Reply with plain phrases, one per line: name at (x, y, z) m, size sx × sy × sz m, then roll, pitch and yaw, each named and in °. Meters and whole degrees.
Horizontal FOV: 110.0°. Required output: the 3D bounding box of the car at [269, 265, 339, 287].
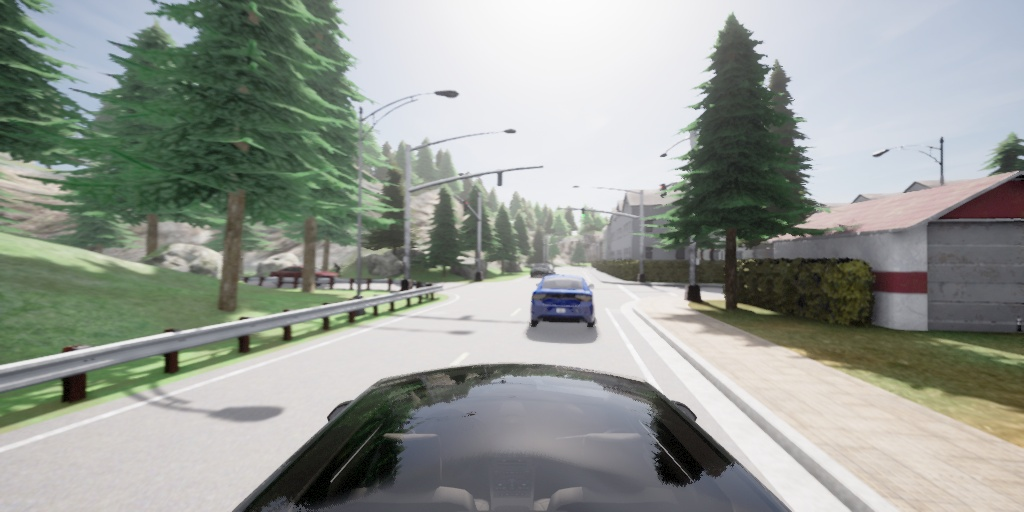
car at (-15.358, 1.436, 26.636) m, size 5.008 × 1.535 × 1.882 m, roll 0°, pitch -1°, yaw 10°

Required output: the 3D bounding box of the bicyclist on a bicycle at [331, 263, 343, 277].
bicyclist on a bicycle at (-16.628, 1.441, 34.014) m, size 0.582 × 1.620 × 1.656 m, roll -2°, pitch 5°, yaw 10°

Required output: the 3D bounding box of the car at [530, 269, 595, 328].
car at (1.764, 1.369, 12.198) m, size 1.882 × 1.535 × 5.008 m, roll 0°, pitch -1°, yaw 10°

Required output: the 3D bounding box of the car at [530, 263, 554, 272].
car at (3.351, 1.616, 41.751) m, size 2.097 × 1.767 × 4.553 m, roll 0°, pitch -1°, yaw 10°
